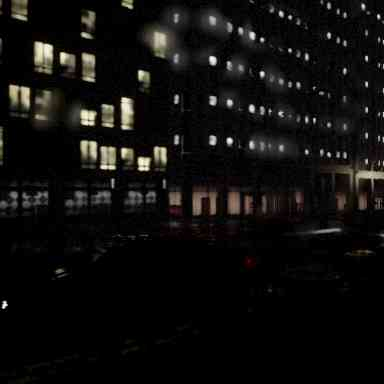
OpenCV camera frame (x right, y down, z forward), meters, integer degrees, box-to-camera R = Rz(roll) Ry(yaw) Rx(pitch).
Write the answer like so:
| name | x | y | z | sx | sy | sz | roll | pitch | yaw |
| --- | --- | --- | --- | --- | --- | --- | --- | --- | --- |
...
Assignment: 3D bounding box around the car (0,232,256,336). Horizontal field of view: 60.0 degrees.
| name | x | y | z | sx | sy | sz | roll | pitch | yaw |
| --- | --- | --- | --- | --- | --- | --- | --- | --- | --- |
| car | -1.079 | 1.585 | 6.902 | 5.357 | 1.411 | 2.033 | 1 | -1 | -35 |
